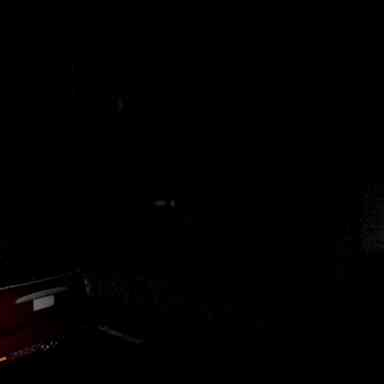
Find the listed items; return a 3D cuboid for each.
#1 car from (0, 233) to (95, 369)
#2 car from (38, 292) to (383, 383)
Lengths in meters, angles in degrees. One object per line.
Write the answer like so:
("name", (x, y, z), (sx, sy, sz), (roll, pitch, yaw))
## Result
("car", (-3.409, 1.369, 5.240), (4.097, 1.590, 1.967), (1, 1, 35))
("car", (1.082, 1.579, 2.037), (4.206, 1.307, 1.802), (1, 1, 35))
